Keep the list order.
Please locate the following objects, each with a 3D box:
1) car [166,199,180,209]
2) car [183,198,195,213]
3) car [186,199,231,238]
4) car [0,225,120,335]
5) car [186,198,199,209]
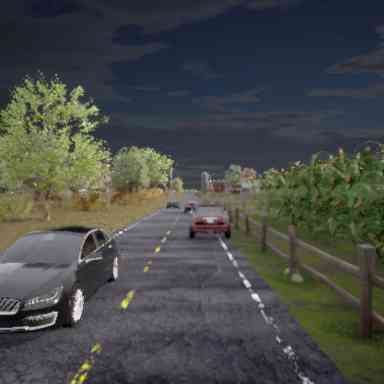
[{"bbox_3d":[-2.792,1.745,49.133,2.033,1.411,5.357,0,0,0],"label":"car"},{"bbox_3d":[0.053,1.668,38.898,1.837,1.490,4.892,0,0,0],"label":"car"},{"bbox_3d":[0.915,1.436,18.369,2.097,1.767,4.553,0,0,1],"label":"car"},{"bbox_3d":[-2.844,1.540,7.145,1.837,1.490,4.892,0,0,0],"label":"car"},{"bbox_3d":[0.047,1.707,50.041,1.837,1.490,4.892,0,0,0],"label":"car"}]
